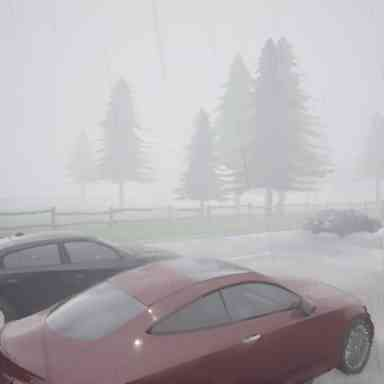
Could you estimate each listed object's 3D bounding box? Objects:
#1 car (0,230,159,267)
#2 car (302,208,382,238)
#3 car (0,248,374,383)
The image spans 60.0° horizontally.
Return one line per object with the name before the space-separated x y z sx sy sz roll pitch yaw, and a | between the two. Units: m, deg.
car | -2.362 1.484 6.361 5.008 1.535 1.882 0 0 -36
car | 8.303 1.615 18.267 5.357 1.411 2.033 0 0 -35
car | 0.266 1.535 3.936 4.674 1.442 1.812 0 0 -35
